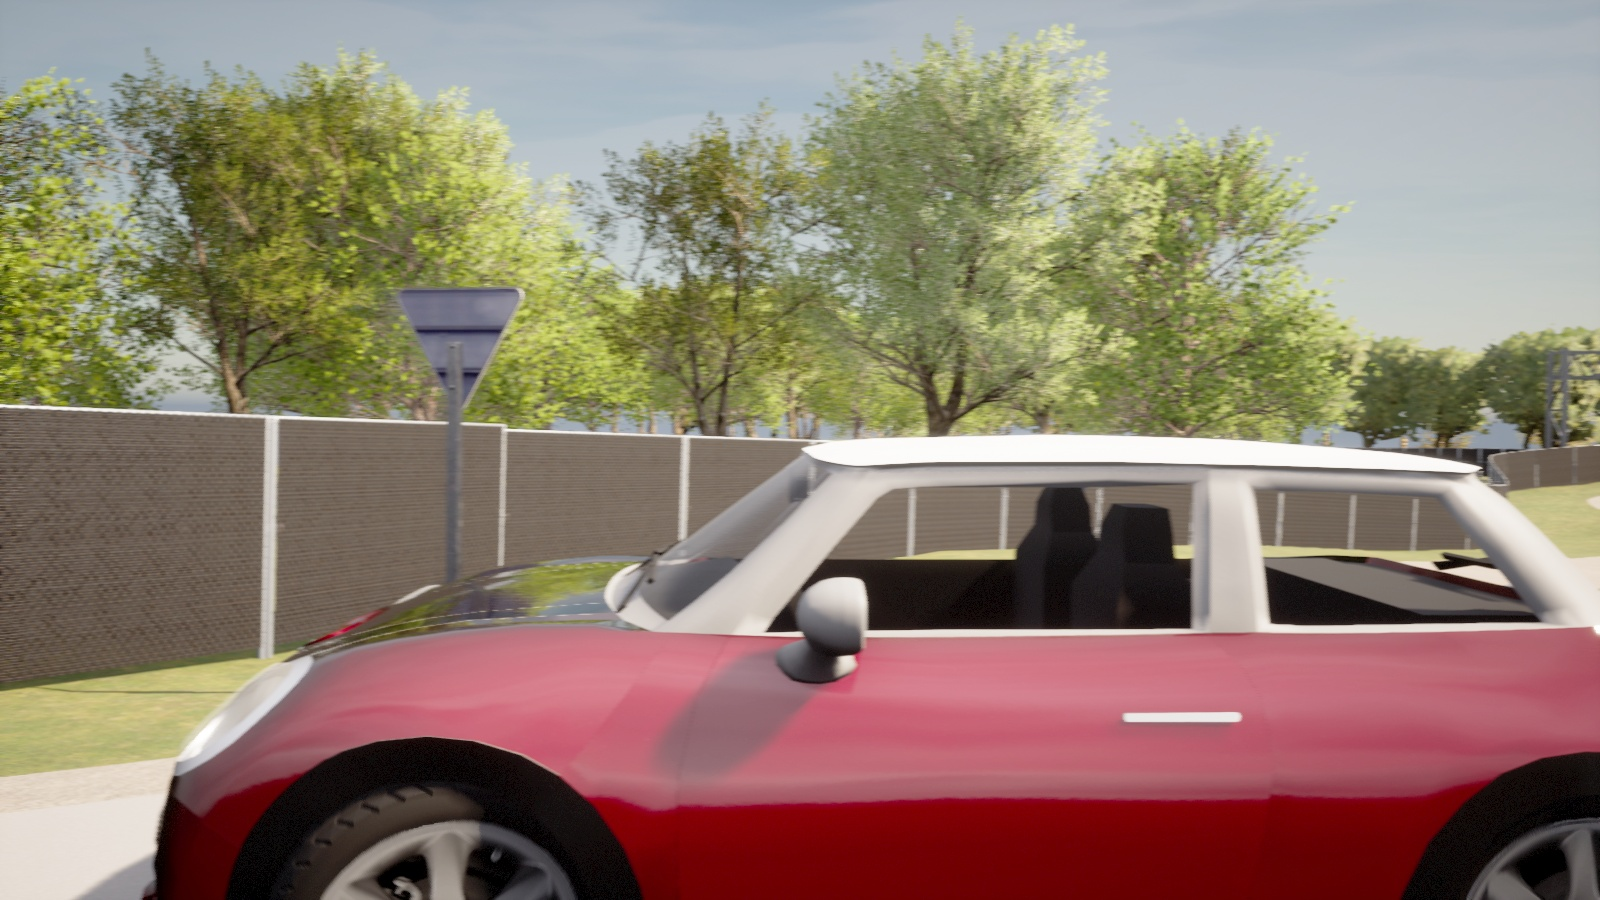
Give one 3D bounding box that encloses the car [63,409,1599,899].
[{"bbox_3d":[0.384,0.641,3.612,3.806,1.475,1.970,-1,2,-1],"label":"car"}]
